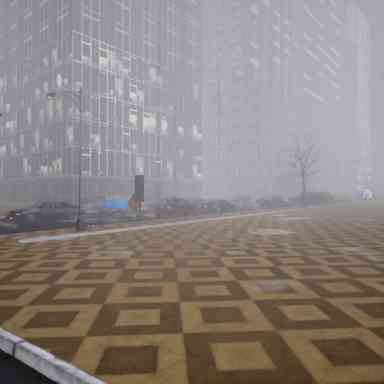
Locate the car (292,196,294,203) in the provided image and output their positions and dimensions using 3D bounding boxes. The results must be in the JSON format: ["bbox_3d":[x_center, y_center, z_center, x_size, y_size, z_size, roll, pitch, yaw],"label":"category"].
[{"bbox_3d":[17.160,1.101,52.683,1.994,1.385,4.181,0,1,41],"label":"car"}]

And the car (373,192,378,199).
[{"bbox_3d":[39.575,0.848,74.675,2.008,1.369,4.403,1,1,41],"label":"car"}]

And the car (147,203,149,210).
[{"bbox_3d":[-2.424,1.215,34.607,1.882,1.535,5.008,0,1,41],"label":"car"}]

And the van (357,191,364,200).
[{"bbox_3d":[35.873,0.683,70.354,1.690,1.788,3.998,1,1,41],"label":"van"}]

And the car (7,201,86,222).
[{"bbox_3d":[-10.733,1.388,24.923,2.033,1.411,5.357,0,1,41],"label":"car"}]

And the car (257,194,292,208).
[{"bbox_3d":[9.947,1.244,40.131,1.802,1.307,4.206,1,1,41],"label":"car"}]

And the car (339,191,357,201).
[{"bbox_3d":[28.575,0.957,61.849,1.752,1.417,4.829,1,1,41],"label":"car"}]

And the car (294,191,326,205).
[{"bbox_3d":[17.355,0.885,48.764,2.192,1.841,5.009,1,1,41],"label":"car"}]

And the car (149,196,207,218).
[{"bbox_3d":[-1.070,1.240,27.097,1.967,1.590,4.097,1,1,41],"label":"car"}]

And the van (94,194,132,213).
[{"bbox_3d":[-7.603,1.106,32.725,1.690,1.788,3.998,1,1,41],"label":"van"}]

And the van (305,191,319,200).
[{"bbox_3d":[25.821,0.695,71.507,1.690,1.788,3.998,1,1,41],"label":"van"}]

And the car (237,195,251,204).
[{"bbox_3d":[7.301,1.148,49.919,1.947,1.339,4.313,1,1,41],"label":"car"}]

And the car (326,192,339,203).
[{"bbox_3d":[21.058,0.840,53.081,2.192,1.841,5.009,1,1,41],"label":"car"}]

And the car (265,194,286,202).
[{"bbox_3d":[14.709,1.056,58.556,1.947,1.339,4.313,1,1,41],"label":"car"}]

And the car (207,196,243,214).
[{"bbox_3d":[2.590,1.320,31.453,1.947,1.339,4.313,1,1,41],"label":"car"}]

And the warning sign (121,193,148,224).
[{"bbox_3d":[-3.582,0.977,20.725,1.300,1.860,1.060,0,0,41],"label":"warning sign"}]

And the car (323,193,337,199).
[{"bbox_3d":[33.227,0.829,80.147,1.947,1.339,4.313,1,1,41],"label":"car"}]

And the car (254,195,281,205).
[{"bbox_3d":[11.577,1.166,50.783,1.895,1.301,4.718,0,1,41],"label":"car"}]

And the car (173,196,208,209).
[{"bbox_3d":[-0.112,1.218,41.290,1.887,1.381,4.507,1,1,41],"label":"car"}]
